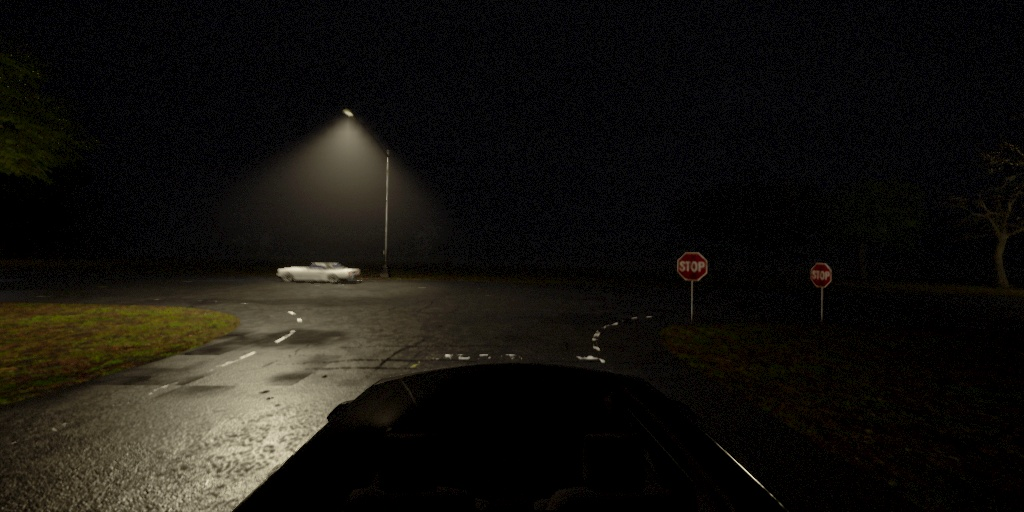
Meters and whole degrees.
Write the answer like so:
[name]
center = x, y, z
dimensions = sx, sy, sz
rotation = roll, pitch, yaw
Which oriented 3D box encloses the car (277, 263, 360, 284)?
[car]
center = -12.807, 1.088, 23.819
dimensions = 4.718, 1.301, 1.895
rotation = 2, 1, 0
